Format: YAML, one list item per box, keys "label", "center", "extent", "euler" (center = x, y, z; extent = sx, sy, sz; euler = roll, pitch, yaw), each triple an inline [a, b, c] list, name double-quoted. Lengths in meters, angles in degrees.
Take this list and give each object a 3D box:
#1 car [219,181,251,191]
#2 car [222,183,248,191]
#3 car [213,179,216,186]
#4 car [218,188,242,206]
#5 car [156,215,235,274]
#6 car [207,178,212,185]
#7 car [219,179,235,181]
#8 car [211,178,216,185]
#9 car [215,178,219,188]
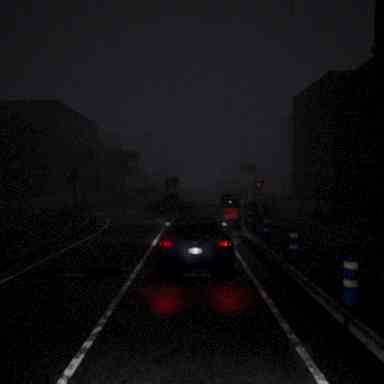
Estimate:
- label: "car"
  center: [8.091, -0.787, 60.698]
  extent: [5.366, 1.575, 1.946]
  euler: [0, 3, -1]
- label: "car"
  center: [8.252, -0.906, 63.456]
  extent: [4.674, 1.452, 2.002]
  euler: [0, 3, -1]
- label: "car"
  center: [8.111, -1.701, 77.211]
  extent: [4.892, 1.521, 2.231]
  euler: [0, 3, -1]
- label: "car"
  center: [3.866, 0.637, 34.834]
  extent: [1.837, 1.490, 4.892]
  euler: [1, 2, 3]
- label: "car"
  center: [0.113, 1.364, 9.771]
  extent: [1.994, 1.385, 4.181]
  euler: [0, -1, 1]
- label: "car"
  center: [7.904, -2.743, 93.719]
  extent: [5.566, 2.045, 2.435]
  euler: [0, 2, -1]
- label: "car"
  center: [8.188, -1.230, 66.197]
  extent: [4.553, 1.767, 2.185]
  euler: [0, 3, -1]
- label: "car"
  center: [8.024, -2.113, 85.468]
  extent: [5.008, 1.535, 2.097]
  euler: [0, 3, -1]
- label: "car"
  center: [8.220, -1.510, 68.941]
  extent: [5.566, 2.045, 2.435]
  euler: [0, 3, -1]
